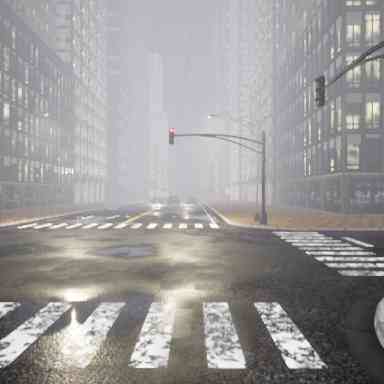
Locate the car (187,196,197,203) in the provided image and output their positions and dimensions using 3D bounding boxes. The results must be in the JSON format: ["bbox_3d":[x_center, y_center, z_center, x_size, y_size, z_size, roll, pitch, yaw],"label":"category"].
[{"bbox_3d":[-0.054,1.514,70.510,1.994,1.385,4.181,0,0,0],"label":"car"}]

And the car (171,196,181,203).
[{"bbox_3d":[-3.304,1.539,70.121,1.895,1.301,4.718,0,0,0],"label":"car"}]

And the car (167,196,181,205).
[{"bbox_3d":[-3.297,1.431,60.060,2.097,1.767,4.553,0,0,0],"label":"car"}]

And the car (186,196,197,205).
[{"bbox_3d":[-0.047,1.681,60.538,1.895,1.301,4.718,0,0,0],"label":"car"}]

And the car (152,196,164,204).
[{"bbox_3d":[-6.550,1.584,64.255,2.128,1.511,4.902,0,0,0],"label":"car"}]
